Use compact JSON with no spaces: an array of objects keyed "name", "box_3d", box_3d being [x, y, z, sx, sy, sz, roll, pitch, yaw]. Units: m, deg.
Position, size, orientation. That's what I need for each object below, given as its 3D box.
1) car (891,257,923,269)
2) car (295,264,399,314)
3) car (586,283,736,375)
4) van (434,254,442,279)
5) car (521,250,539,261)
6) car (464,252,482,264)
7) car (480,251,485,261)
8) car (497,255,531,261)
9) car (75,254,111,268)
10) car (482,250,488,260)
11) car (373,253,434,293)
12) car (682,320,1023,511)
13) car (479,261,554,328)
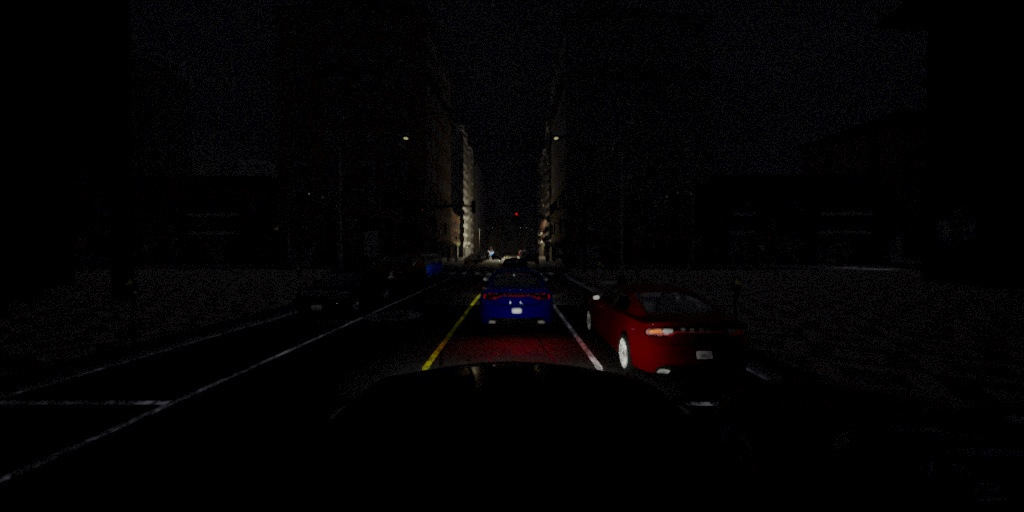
[{"name":"car","box_3d":[43.477,0.737,38.104,4.718,1.301,1.895,0,1,1]},{"name":"car","box_3d":[-5.837,1.131,12.898,1.948,1.339,4.313,0,0,0]},{"name":"car","box_3d":[2.678,1.205,7.218,1.888,1.381,4.507,0,0,0]},{"name":"van","box_3d":[-5.815,0.718,24.178,1.690,1.789,3.998,0,0,0]},{"name":"car","box_3d":[2.761,0.188,51.148,2.192,1.841,5.009,0,0,0]},{"name":"car","box_3d":[-5.765,0.397,51.021,1.751,1.417,4.829,0,0,0]},{"name":"car","box_3d":[-5.754,0.330,56.846,1.948,1.339,4.313,0,0,0]},{"name":"car","box_3d":[0.139,0.875,24.605,1.837,1.490,4.892,0,1,0]},{"name":"car","box_3d":[-46.279,0.559,39.627,4.902,1.511,2.128,0,1,1]},{"name":"car","box_3d":[-5.744,0.181,62.329,1.751,1.417,4.829,0,0,0]},{"name":"car","box_3d":[-5.826,0.787,18.538,2.192,1.841,5.009,0,0,0]},{"name":"car","box_3d":[2.668,1.334,1.579,1.802,1.307,4.207,0,0,0]},{"name":"car","box_3d":[0.115,1.078,10.809,1.882,1.535,5.008,0,1,0]}]
